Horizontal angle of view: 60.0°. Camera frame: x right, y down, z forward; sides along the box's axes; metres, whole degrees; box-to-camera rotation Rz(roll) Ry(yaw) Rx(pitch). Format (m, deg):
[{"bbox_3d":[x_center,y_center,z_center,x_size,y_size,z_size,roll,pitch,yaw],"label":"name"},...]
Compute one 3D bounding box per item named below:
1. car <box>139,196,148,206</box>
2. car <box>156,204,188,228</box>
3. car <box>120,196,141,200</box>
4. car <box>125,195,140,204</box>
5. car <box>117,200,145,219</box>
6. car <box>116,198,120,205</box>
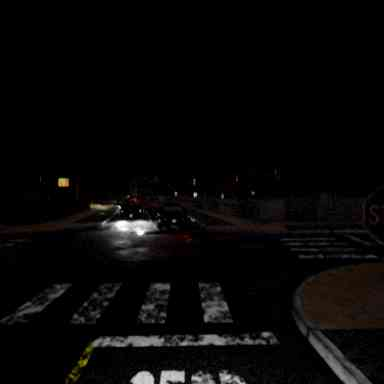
[{"bbox_3d":[-9.055,1.525,58.680,2.097,1.767,4.553,0,0,-18],"label":"car"},{"bbox_3d":[-1.359,1.532,22.003,1.812,1.442,4.674,0,0,-7],"label":"car"},{"bbox_3d":[-8.515,1.679,45.658,1.994,1.385,4.181,0,0,-14],"label":"car"},{"bbox_3d":[-12.257,1.597,68.275,2.097,1.767,4.553,0,0,-20],"label":"car"},{"bbox_3d":[-5.286,1.636,29.206,1.895,1.301,4.718,0,0,-9],"label":"car"},{"bbox_3d":[-12.955,1.764,61.900,1.812,1.442,4.674,0,0,-18],"label":"car"}]
